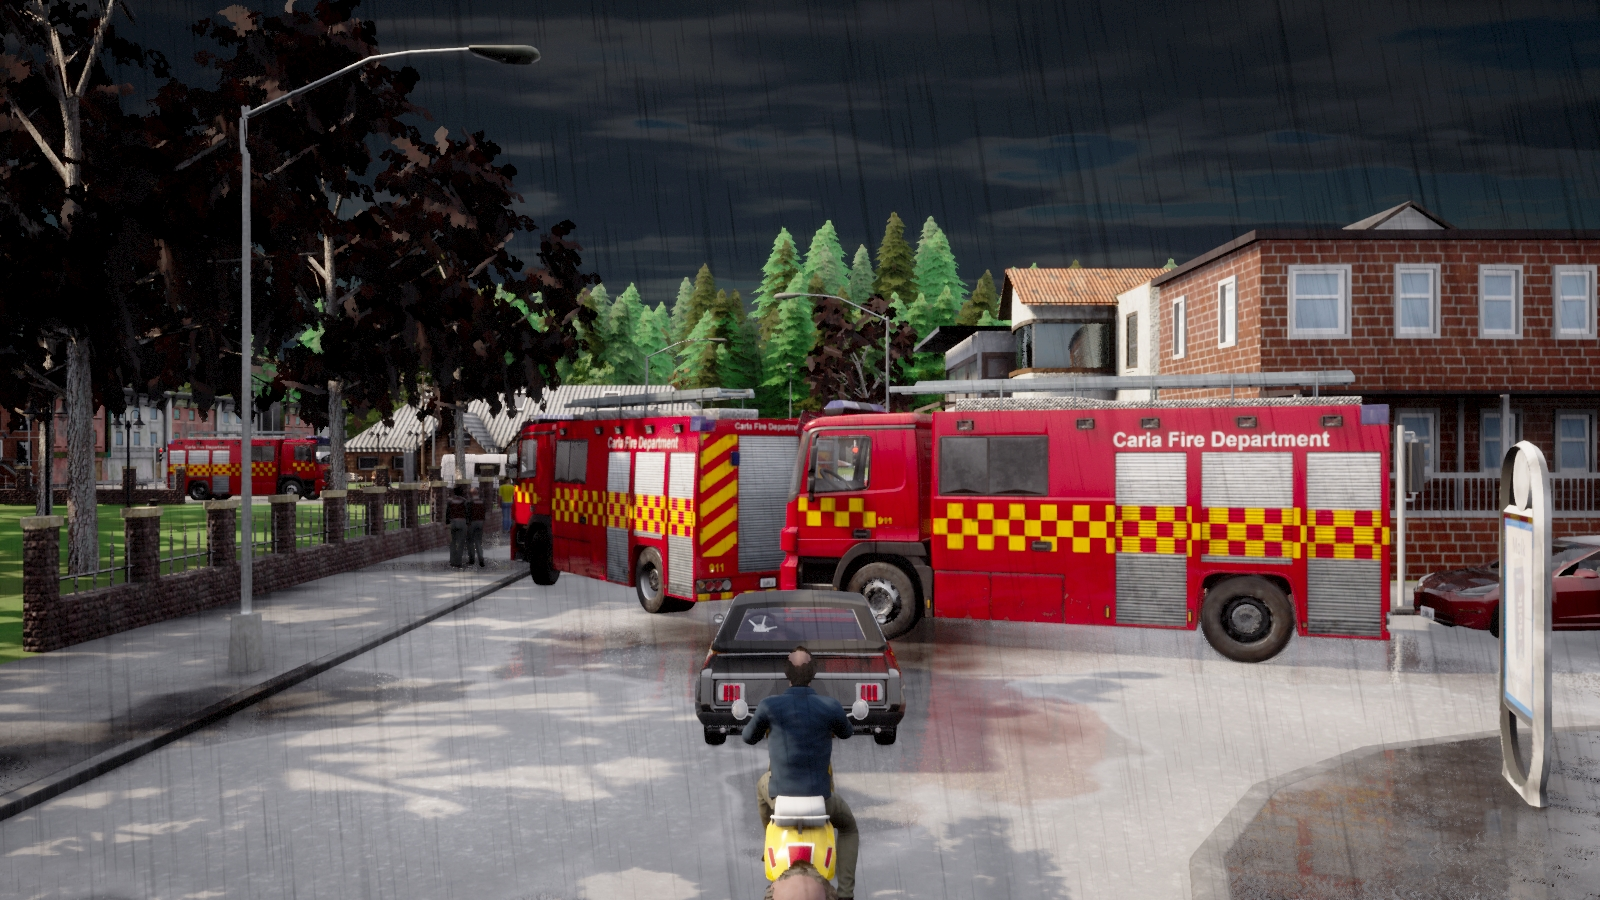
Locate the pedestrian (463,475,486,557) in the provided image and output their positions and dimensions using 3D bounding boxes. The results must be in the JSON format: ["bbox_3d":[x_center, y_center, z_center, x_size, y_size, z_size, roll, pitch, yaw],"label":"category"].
[{"bbox_3d":[-7.495,1.514,26.321,0.375,1.860,0.375,0,0,-43],"label":"pedestrian"}]

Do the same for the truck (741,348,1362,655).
[{"bbox_3d":[3.584,0.662,17.136,8.468,3.827,2.891,0,0,21],"label":"truck"}]

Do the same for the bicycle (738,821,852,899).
[{"bbox_3d":[-0.015,1.938,3.086,0.329,1.271,1.835,0,0,0],"label":"bicycle"}]

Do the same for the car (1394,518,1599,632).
[{"bbox_3d":[11.947,1.835,17.293,4.792,1.488,2.163,0,0,0],"label":"car"}]

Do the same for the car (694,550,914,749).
[{"bbox_3d":[0.033,1.930,12.217,1.895,1.301,4.718,0,0,0],"label":"car"}]

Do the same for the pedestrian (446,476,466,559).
[{"bbox_3d":[-7.770,1.514,25.797,0.375,1.860,0.375,0,0,-6],"label":"pedestrian"}]

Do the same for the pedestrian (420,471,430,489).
[{"bbox_3d":[-23.122,1.876,70.503,0.500,1.100,0.500,0,0,-7],"label":"pedestrian"}]

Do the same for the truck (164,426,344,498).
[{"bbox_3d":[-29.853,0.645,62.699,8.468,3.827,2.891,0,0,1],"label":"truck"}]

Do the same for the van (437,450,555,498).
[{"bbox_3d":[-16.613,1.289,62.612,5.915,2.561,1.988,0,0,0],"label":"van"}]

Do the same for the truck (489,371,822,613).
[{"bbox_3d":[-3.225,0.662,22.435,2.891,3.827,8.468,0,0,-35],"label":"truck"}]

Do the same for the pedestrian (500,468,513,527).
[{"bbox_3d":[-9.365,1.511,36.511,0.375,1.860,0.375,0,0,-9],"label":"pedestrian"}]
